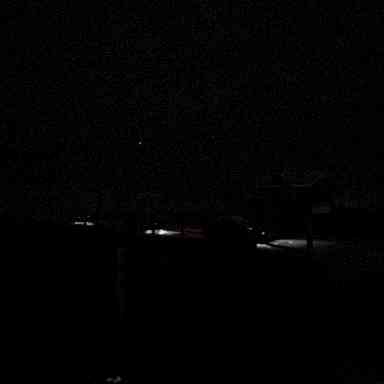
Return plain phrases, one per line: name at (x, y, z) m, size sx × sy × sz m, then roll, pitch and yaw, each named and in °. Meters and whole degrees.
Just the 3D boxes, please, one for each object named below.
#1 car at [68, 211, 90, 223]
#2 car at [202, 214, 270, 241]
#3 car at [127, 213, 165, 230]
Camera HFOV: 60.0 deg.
car at (-15.297, 3.301, 44.942) m, size 1.837 × 1.490 × 4.892 m, roll 0°, pitch -3°, yaw -35°
car at (2.495, 2.071, 20.100) m, size 1.812 × 1.442 × 4.674 m, roll 0°, pitch -2°, yaw -37°
car at (-4.139, 2.560, 29.281) m, size 1.994 × 1.385 × 4.181 m, roll 0°, pitch -2°, yaw -36°
